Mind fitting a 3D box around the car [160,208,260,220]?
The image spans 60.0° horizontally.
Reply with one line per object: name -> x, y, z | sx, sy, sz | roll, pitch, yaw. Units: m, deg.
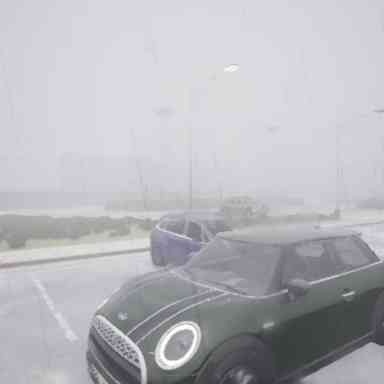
car -> 0.618, 1.466, 9.492 | 2.242, 1.667, 4.611 | 0, 0, -35

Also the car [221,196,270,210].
car -> 4.432, 1.260, 28.401 | 1.932, 1.855, 4.605 | 0, 0, -35

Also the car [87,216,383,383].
car -> 0.947, 1.344, 4.666 | 4.553, 1.767, 2.097 | 0, 0, -35

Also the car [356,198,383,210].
car -> 22.698, 1.412, 41.505 | 1.784, 1.438, 3.905 | 0, 0, -35
